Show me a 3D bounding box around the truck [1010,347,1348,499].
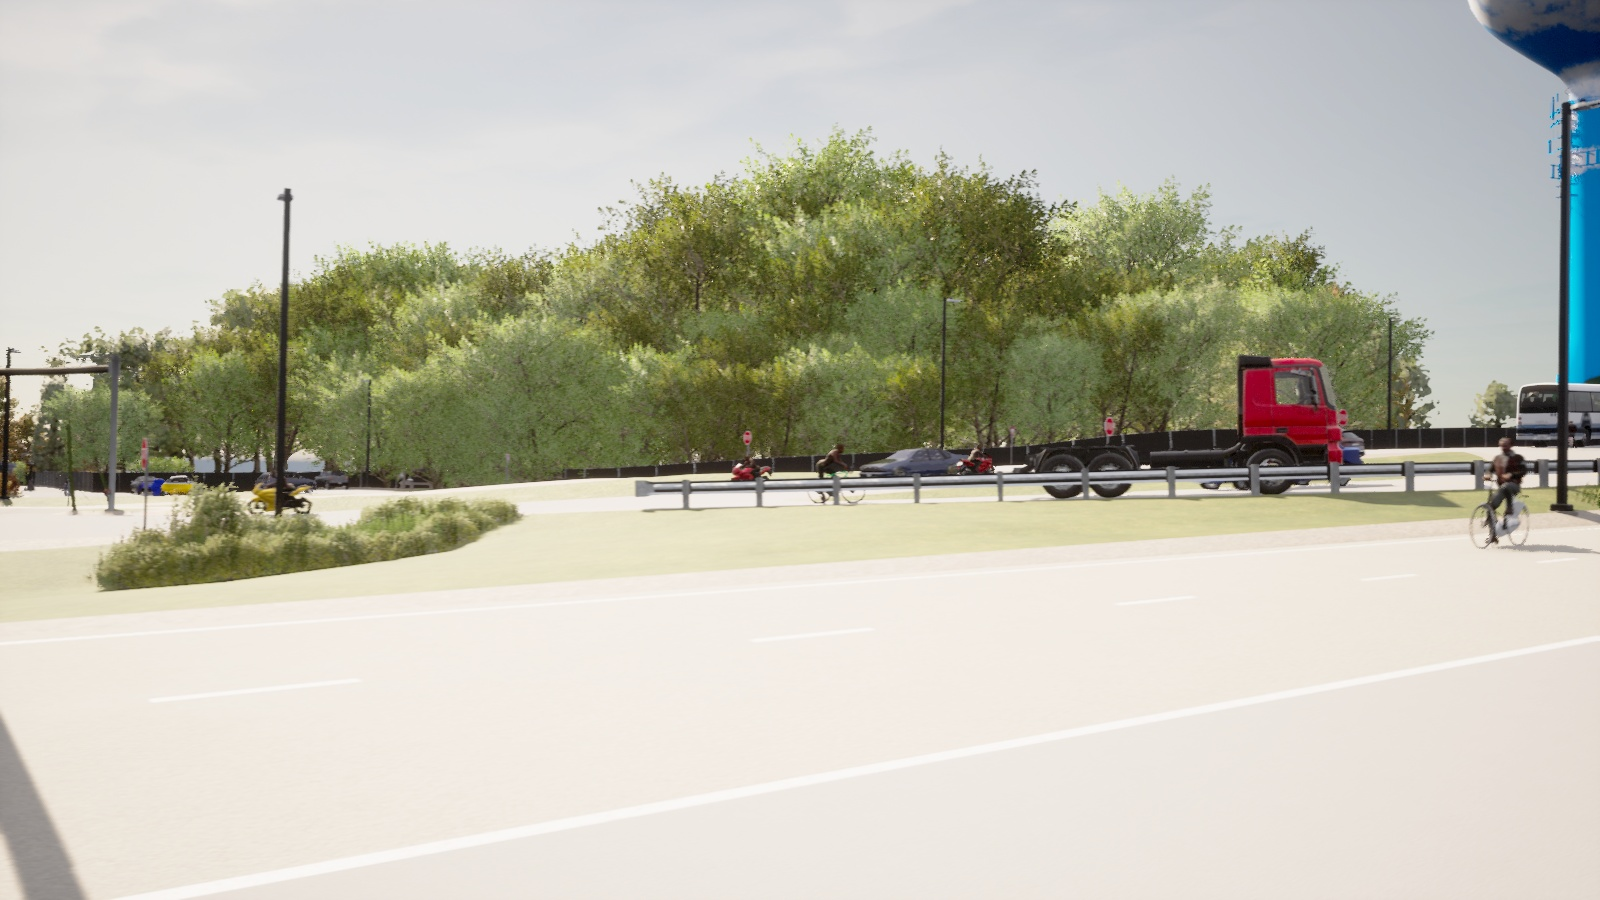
[{"bbox_3d":[9.663,-0.590,32.573,7.936,3.462,2.891,-2,-1,16],"label":"truck"}]

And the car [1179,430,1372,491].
[{"bbox_3d":[13.688,0.285,36.210,5.008,1.535,1.882,-2,0,-14],"label":"car"}]

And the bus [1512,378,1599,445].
[{"bbox_3d":[52.473,-2.551,84.700,10.273,4.253,3.944,-1,1,-37],"label":"bus"}]

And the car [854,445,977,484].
[{"bbox_3d":[5.208,0.605,56.268,5.357,1.411,2.033,-4,2,-33],"label":"car"}]

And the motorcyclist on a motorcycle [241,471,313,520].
[{"bbox_3d":[-16.998,1.467,40.885,2.044,1.523,0.797,-1,1,-14],"label":"motorcyclist on a motorcycle"}]

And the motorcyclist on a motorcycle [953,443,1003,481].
[{"bbox_3d":[7.618,0.505,53.659,2.044,1.523,0.797,-4,2,-34],"label":"motorcyclist on a motorcycle"}]

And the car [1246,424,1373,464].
[{"bbox_3d":[22.477,-0.245,55.601,2.033,1.649,4.856,-3,2,-35],"label":"car"}]

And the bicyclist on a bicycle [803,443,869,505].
[{"bbox_3d":[0.969,0.647,33.899,1.656,1.620,0.582,-2,-2,19],"label":"bicyclist on a bicycle"}]

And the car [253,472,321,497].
[{"bbox_3d":[-35.801,2.376,87.661,1.851,1.617,3.988,-1,0,36],"label":"car"}]

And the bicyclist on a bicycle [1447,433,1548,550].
[{"bbox_3d":[11.051,0.636,19.879,1.843,1.776,0.659,0,0,-35],"label":"bicyclist on a bicycle"}]

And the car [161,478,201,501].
[{"bbox_3d":[-39.114,2.469,79.336,2.207,1.376,1.481,0,0,-29],"label":"car"}]

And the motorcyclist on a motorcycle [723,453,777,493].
[{"bbox_3d":[-2.034,0.946,51.360,2.044,1.523,0.797,-3,1,-34],"label":"motorcyclist on a motorcycle"}]
